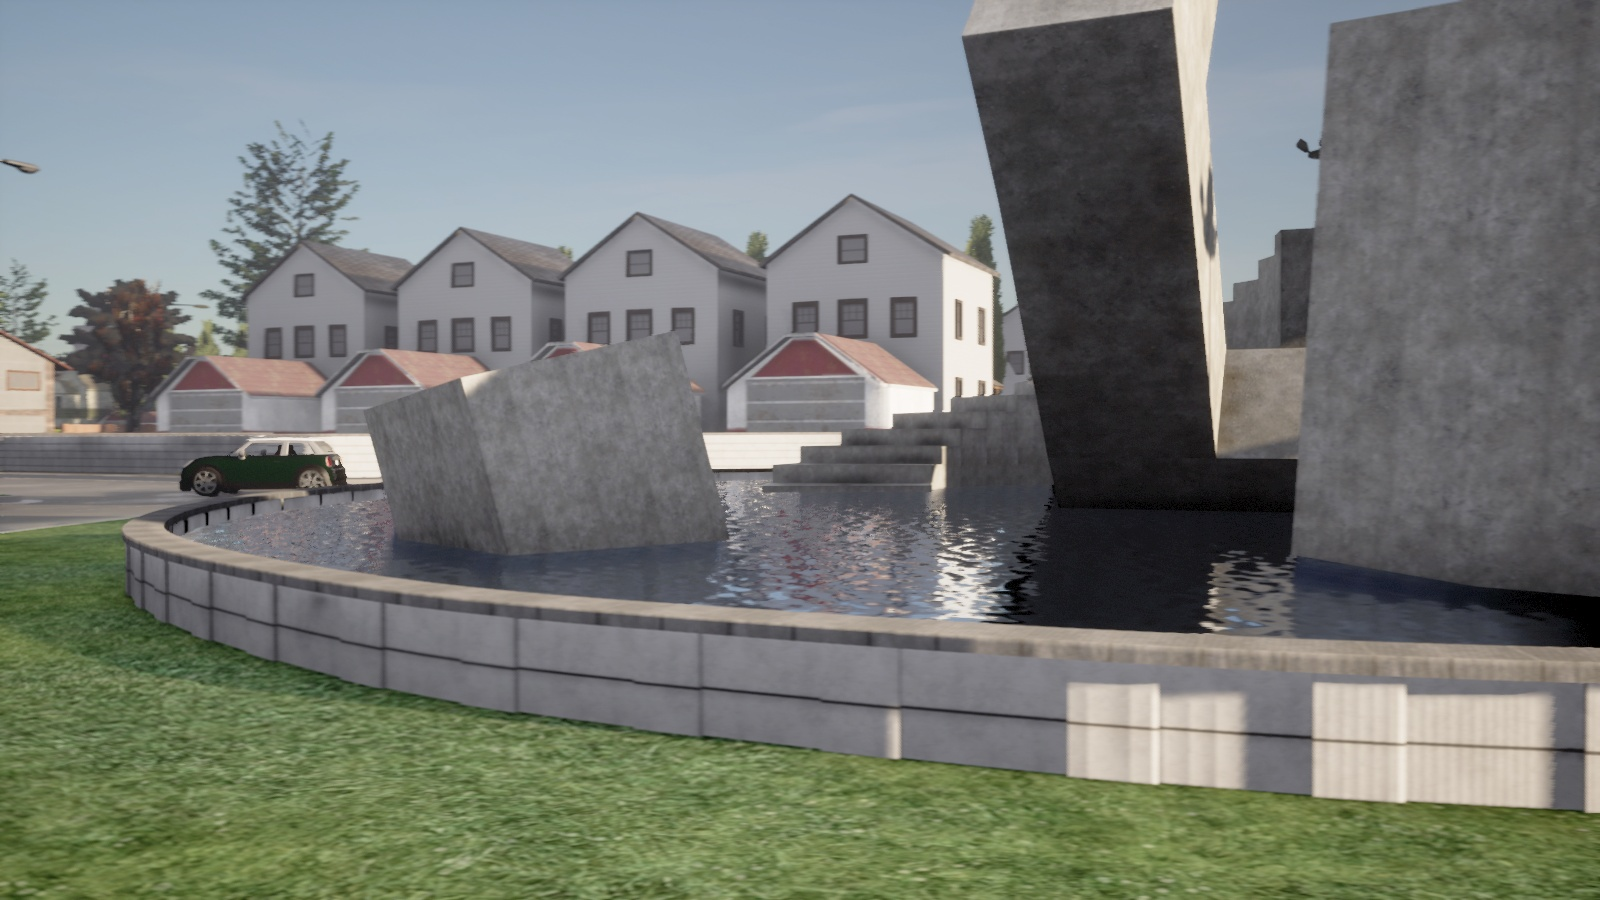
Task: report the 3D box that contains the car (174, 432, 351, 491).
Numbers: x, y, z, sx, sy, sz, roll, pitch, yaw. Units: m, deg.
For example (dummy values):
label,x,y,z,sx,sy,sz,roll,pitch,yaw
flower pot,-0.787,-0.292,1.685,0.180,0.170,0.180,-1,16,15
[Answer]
label,x,y,z,sx,sy,sz,roll,pitch,yaw
car,-13.814,0.280,32.464,3.806,1.475,1.970,0,1,-7
